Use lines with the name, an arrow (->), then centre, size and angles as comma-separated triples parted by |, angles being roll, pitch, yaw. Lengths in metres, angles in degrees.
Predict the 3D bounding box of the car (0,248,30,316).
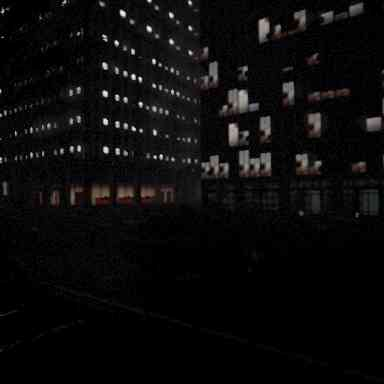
car -> -4.800, 1.539, 6.310 | 4.403, 1.369, 2.008 | 0, -1, 36
